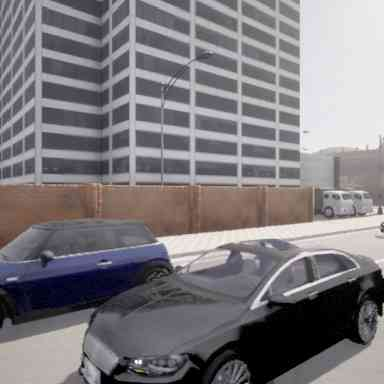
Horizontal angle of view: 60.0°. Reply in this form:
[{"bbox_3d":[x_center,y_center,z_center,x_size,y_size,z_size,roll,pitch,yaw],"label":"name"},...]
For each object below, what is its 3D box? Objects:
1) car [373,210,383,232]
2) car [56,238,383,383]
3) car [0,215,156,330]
[{"bbox_3d":[11.986,1.548,17.611,5.357,1.411,2.033,0,0,-38],"label":"car"},{"bbox_3d":[0.954,1.491,4.750,4.902,1.511,2.128,0,0,-38],"label":"car"},{"bbox_3d":[-2.603,1.352,6.435,4.553,1.767,2.097,0,0,-38],"label":"car"}]
